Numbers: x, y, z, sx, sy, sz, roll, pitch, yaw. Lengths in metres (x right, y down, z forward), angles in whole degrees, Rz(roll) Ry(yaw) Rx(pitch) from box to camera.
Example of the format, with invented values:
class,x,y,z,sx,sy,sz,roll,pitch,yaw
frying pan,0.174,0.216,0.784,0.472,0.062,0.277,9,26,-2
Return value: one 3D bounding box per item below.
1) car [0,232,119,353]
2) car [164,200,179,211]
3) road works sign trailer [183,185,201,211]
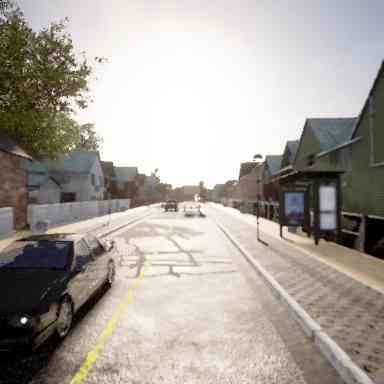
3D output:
class,x,y,z,sx,sy,sz,roll,pitch,yaw
car,-2.849,1.580,6.784,2.033,1.411,5.357,0,0,0
car,-2.832,1.852,46.865,1.837,1.490,4.892,0,-1,0
road works sign trailer,-0.005,0.802,45.972,2.380,3.560,2.880,0,-1,1
